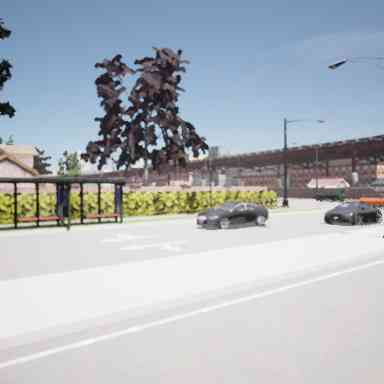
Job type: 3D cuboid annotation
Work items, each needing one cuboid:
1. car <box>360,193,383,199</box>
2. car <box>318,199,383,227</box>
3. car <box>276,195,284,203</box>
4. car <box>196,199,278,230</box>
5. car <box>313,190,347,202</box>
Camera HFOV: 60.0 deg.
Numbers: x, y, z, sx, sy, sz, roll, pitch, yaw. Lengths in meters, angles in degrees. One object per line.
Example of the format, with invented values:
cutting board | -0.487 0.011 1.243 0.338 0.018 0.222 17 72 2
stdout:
car | 20.951 0.962 36.812 2.097 1.767 4.553 -1 0 -35
car | 10.252 1.353 21.144 4.181 1.385 1.994 -1 0 -36
car | 13.107 1.088 54.026 1.812 1.442 4.674 -1 0 -35
car | 2.508 1.349 19.906 4.902 1.511 2.128 -1 0 -35
car | 23.742 0.680 57.426 2.150 2.045 5.566 -1 0 -35
